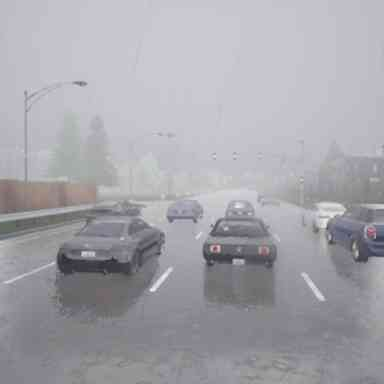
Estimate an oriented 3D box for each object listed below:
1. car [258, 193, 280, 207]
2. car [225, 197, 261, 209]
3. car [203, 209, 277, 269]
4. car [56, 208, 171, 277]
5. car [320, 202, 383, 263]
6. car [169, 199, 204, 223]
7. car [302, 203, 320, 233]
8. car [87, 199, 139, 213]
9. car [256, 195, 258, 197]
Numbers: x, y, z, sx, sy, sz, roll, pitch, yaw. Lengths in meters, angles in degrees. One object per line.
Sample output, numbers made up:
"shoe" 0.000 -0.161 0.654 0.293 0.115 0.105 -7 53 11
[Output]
"car" 9.171 1.000 39.189 1.895 1.301 4.718 0 1 9
"car" 3.070 1.215 21.259 2.033 1.411 5.357 0 1 8
"car" 1.504 1.435 10.538 1.895 1.301 4.718 0 1 8
"car" -2.141 1.399 9.801 1.994 1.385 4.181 0 1 8
"car" 6.120 1.185 11.347 2.097 1.767 4.553 0 1 8
"car" -0.351 1.192 22.057 2.033 1.411 5.357 0 1 8
"car" 6.992 1.267 17.316 1.812 1.442 4.674 0 1 8
"car" -4.327 1.186 19.050 1.837 1.490 4.892 0 1 8
"car" 10.556 0.794 48.987 2.033 1.411 5.357 0 1 8
